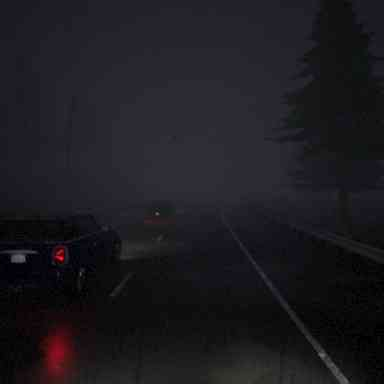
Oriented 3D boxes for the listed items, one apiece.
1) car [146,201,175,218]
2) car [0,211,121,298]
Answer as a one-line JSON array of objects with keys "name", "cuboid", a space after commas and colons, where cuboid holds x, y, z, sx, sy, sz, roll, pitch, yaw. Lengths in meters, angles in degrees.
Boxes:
[{"name": "car", "cuboid": [-2.527, 1.383, 27.835, 1.895, 1.301, 4.718, 0, 0, 4]}, {"name": "car", "cuboid": [-3.287, 1.282, 8.523, 2.097, 1.767, 4.553, 0, 0, 1]}]
